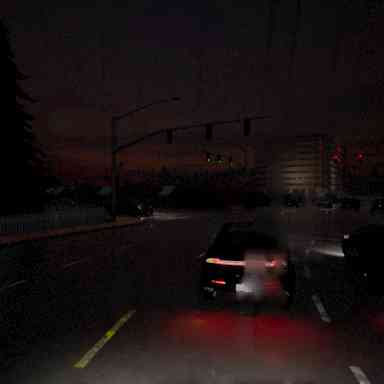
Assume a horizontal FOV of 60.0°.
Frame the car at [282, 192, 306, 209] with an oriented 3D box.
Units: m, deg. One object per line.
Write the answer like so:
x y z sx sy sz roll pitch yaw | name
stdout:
14.393 1.221 46.673 2.150 2.045 5.566 0 0 32 | car

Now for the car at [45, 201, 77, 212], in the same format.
-16.032 1.275 38.409 5.566 2.045 2.150 0 0 32 | car

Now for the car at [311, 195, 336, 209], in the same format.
18.457 1.524 46.579 1.812 1.442 4.674 0 0 32 | car

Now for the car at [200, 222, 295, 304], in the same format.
1.448 1.491 8.258 2.128 1.511 4.902 0 0 12 | car

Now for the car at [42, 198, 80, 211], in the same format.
-17.041 1.532 43.173 5.008 1.535 1.882 0 0 32 | car

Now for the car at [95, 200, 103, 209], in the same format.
-9.008 1.546 38.135 4.902 1.511 2.128 0 0 32 | car

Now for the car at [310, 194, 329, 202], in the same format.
22.969 1.523 60.492 1.812 1.442 4.674 0 0 32 | car

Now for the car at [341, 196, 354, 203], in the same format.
31.828 1.593 68.107 1.895 1.301 4.718 0 0 32 | car

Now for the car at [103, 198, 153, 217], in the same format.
-5.921 1.407 32.067 4.553 1.767 2.097 0 0 32 | car

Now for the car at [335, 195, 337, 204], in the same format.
26.326 1.599 59.255 1.895 1.301 4.718 0 0 32 | car

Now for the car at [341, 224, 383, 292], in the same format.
5.200 1.547 8.624 2.033 1.411 5.357 0 0 16 | car

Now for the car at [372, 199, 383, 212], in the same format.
21.914 1.546 38.494 2.033 1.411 5.357 0 0 32 | car

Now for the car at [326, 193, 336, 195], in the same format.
29.413 1.223 70.858 2.150 2.045 5.566 0 0 32 | car

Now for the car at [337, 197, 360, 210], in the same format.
20.587 1.490 43.011 2.128 1.511 4.902 0 0 32 | car
